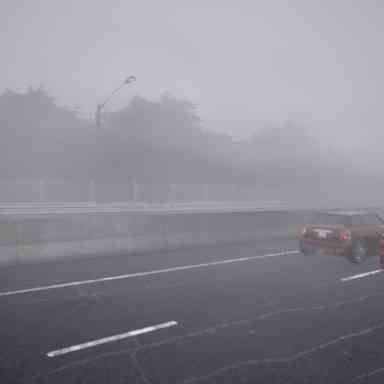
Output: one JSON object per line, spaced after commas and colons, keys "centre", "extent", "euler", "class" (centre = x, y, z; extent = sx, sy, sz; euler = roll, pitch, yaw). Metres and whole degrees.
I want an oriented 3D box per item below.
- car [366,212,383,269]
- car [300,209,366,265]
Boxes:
{"centre": [7.277, 1.343, 8.932], "extent": [5.566, 2.045, 2.150], "euler": [0, 0, -34], "class": "car"}
{"centre": [6.134, 1.481, 12.384], "extent": [4.553, 1.767, 2.097], "euler": [1, 0, -34], "class": "car"}
